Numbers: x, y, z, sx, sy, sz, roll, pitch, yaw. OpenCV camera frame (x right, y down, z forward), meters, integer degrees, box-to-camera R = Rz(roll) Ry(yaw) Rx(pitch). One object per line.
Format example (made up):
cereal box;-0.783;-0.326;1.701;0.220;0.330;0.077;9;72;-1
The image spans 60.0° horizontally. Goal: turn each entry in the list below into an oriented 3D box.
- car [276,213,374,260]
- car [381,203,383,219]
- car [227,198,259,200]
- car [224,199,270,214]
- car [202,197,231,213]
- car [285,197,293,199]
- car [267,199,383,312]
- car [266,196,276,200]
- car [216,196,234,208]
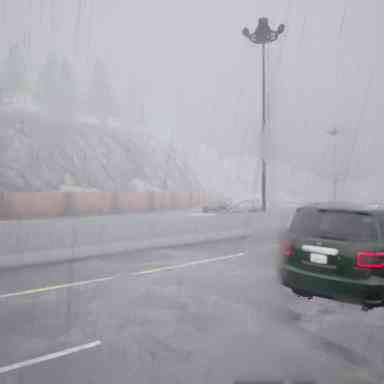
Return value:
car;5.534;1.644;13.487;4.718;1.301;1.895;0;0;-44
car;18.202;1.678;30.012;1.895;1.301;4.718;0;0;30
car;5.804;1.703;36.935;1.994;1.385;4.181;0;0;29
car;5.027;1.635;29.326;1.812;1.442;4.674;0;0;36
car;2.856;1.659;38.764;1.837;1.490;4.892;0;0;29
car;19.557;1.749;66.978;1.812;1.442;4.674;0;0;13
car;4.222;1.243;7.498;5.566;2.045;2.150;0;0;-41
car;17.957;1.771;75.739;2.128;1.511;4.902;0;0;13
car;5.317;1.560;53.211;2.097;1.767;4.553;0;0;17
